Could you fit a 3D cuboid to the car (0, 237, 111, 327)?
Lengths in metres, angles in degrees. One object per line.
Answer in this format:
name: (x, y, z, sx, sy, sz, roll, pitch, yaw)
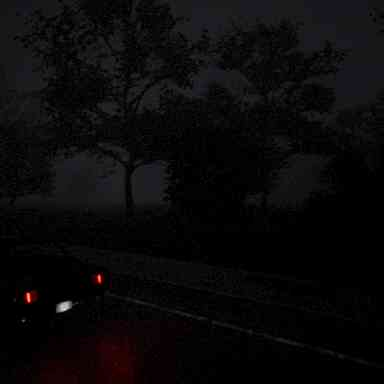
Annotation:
car: (-3.915, 1.604, 6.785, 4.718, 1.301, 1.895, 0, 0, 36)
